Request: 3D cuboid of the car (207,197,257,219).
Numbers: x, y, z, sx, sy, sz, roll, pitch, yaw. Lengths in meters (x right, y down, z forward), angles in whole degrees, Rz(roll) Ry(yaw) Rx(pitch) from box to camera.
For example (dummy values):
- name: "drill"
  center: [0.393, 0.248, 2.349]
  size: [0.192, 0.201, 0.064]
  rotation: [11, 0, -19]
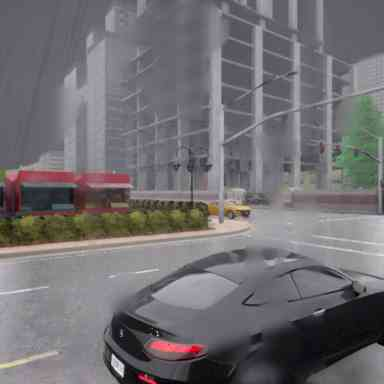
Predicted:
- name: "car"
  center: [2.859, 1.422, 28.401]
  size: [1.882, 1.535, 5.008]
  rotation: [0, 0, -36]

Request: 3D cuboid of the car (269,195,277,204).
- name: "car"
  center: [13.228, 1.113, 59.396]
  size: [1.905, 1.878, 3.866]
  rotation: [0, 0, -36]

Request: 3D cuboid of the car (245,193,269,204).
- name: "car"
  center: [10.840, 1.113, 57.680]
  size: [1.905, 1.878, 3.866]
  rotation: [0, 0, -36]

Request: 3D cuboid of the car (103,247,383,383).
- name: "car"
  center: [1.147, 1.526, 4.605]
  size: [4.674, 1.442, 1.812]
  rotation: [0, 0, -35]
